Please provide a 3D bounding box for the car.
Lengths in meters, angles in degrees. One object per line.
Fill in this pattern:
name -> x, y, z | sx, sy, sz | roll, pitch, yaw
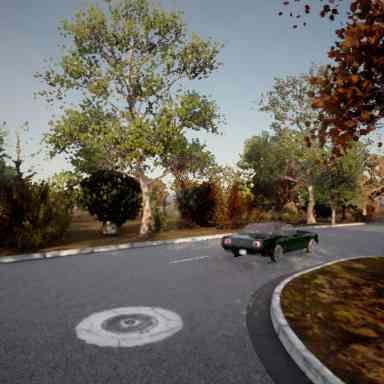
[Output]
car -> 3.302, 1.887, 13.289 | 1.895, 1.301, 4.718 | -2, -3, 43
